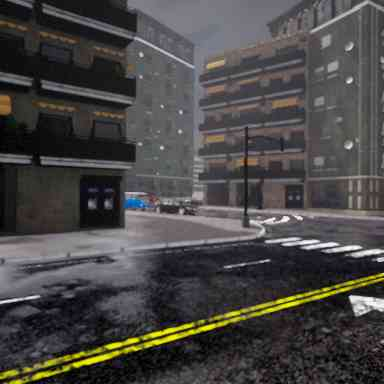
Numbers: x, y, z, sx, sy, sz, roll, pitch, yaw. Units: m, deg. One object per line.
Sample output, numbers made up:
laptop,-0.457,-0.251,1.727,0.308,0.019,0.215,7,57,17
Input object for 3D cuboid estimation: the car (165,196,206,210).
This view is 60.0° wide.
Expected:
car,-0.829,1.237,38.745,4.403,1.369,2.008,2,-1,37

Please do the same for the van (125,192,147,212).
van,-5.853,0.940,32.046,3.998,1.788,1.690,2,-1,37

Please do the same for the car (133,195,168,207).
car,-5.260,1.141,42.045,4.206,1.307,1.802,2,-1,37

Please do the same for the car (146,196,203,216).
car,-1.430,1.276,28.743,4.403,1.369,2.008,2,-1,37
